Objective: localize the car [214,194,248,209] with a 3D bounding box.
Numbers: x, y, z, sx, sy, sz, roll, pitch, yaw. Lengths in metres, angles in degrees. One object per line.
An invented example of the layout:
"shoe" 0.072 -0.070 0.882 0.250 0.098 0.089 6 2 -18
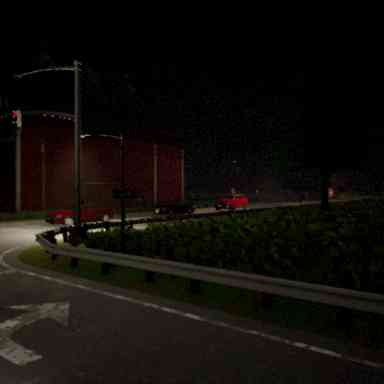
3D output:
"car" 4.892 1.264 41.135 2.150 2.045 5.566 0 0 37

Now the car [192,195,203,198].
"car" 0.938 1.565 81.764 1.816 1.474 4.193 0 0 36

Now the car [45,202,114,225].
"car" -7.949 1.518 23.814 1.882 1.535 5.008 0 0 37

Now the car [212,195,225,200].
"car" 7.505 1.581 92.891 1.784 1.438 3.905 0 0 36

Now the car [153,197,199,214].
"car" -1.730 1.532 32.207 2.128 1.511 4.902 0 0 37
